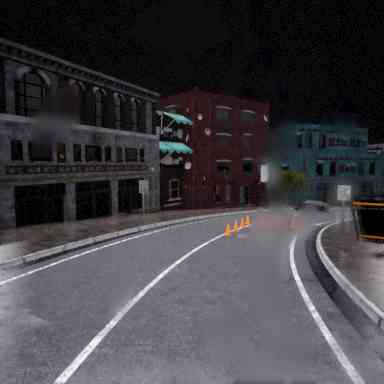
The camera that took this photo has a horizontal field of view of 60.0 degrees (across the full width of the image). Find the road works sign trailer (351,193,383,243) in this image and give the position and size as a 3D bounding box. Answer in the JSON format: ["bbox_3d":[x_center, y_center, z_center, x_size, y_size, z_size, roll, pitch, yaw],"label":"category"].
[{"bbox_3d":[7.117,1.155,10.558,3.560,2.380,2.880,2,45,37],"label":"road works sign trailer"}]

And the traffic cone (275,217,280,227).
[{"bbox_3d":[5.675,1.971,22.019,0.340,0.580,0.340,2,1,18],"label":"traffic cone"}]

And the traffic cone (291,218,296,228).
[{"bbox_3d":[6.621,2.010,21.698,0.340,0.580,0.340,2,1,19],"label":"traffic cone"}]

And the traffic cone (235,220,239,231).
[{"bbox_3d":[2.495,1.903,18.887,0.340,0.580,0.340,2,1,19],"label":"traffic cone"}]

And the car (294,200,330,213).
[{"bbox_3d":[13.612,1.591,37.516,5.357,1.411,2.033,1,3,-43],"label":"car"}]

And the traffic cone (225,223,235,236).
[{"bbox_3d":[1.845,1.904,16.996,0.340,0.580,0.340,2,0,19],"label":"traffic cone"}]

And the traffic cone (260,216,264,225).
[{"bbox_3d":[4.735,1.933,22.340,0.340,0.580,0.340,2,1,19],"label":"traffic cone"}]
